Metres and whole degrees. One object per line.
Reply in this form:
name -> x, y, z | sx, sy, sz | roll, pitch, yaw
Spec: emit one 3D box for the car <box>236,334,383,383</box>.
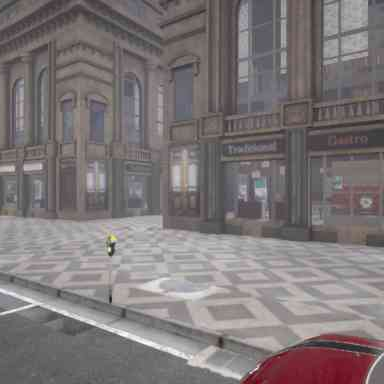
car -> 1.966, 1.440, 1.554 | 4.097, 1.590, 1.967 | 0, 0, 36
